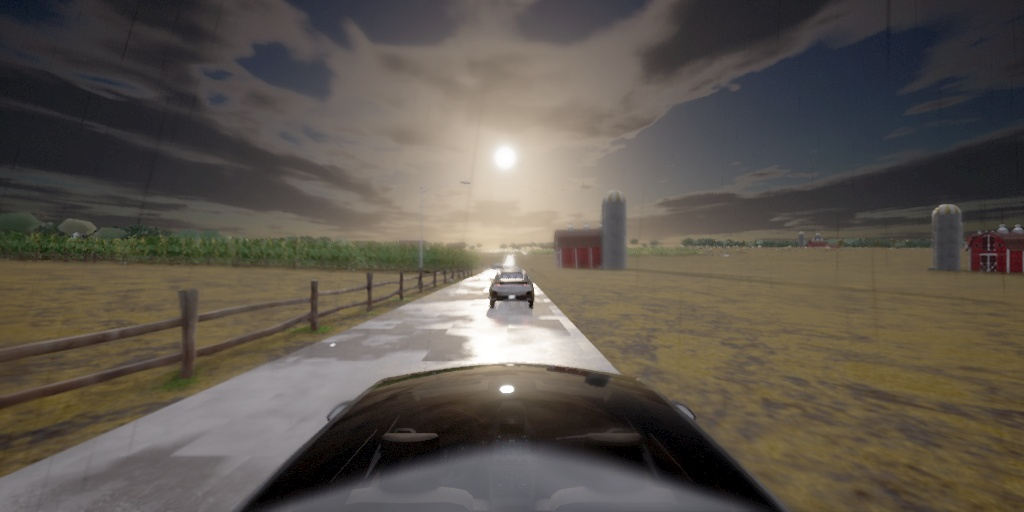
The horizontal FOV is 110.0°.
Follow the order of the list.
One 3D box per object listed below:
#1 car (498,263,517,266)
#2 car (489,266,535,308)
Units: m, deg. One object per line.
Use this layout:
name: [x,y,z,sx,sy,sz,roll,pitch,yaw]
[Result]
car: [-0.004,1.532,31.324,1.882,1.535,5.008,0,0,0]
car: [0.000,1.379,16.141,2.128,1.511,4.902,0,0,0]
